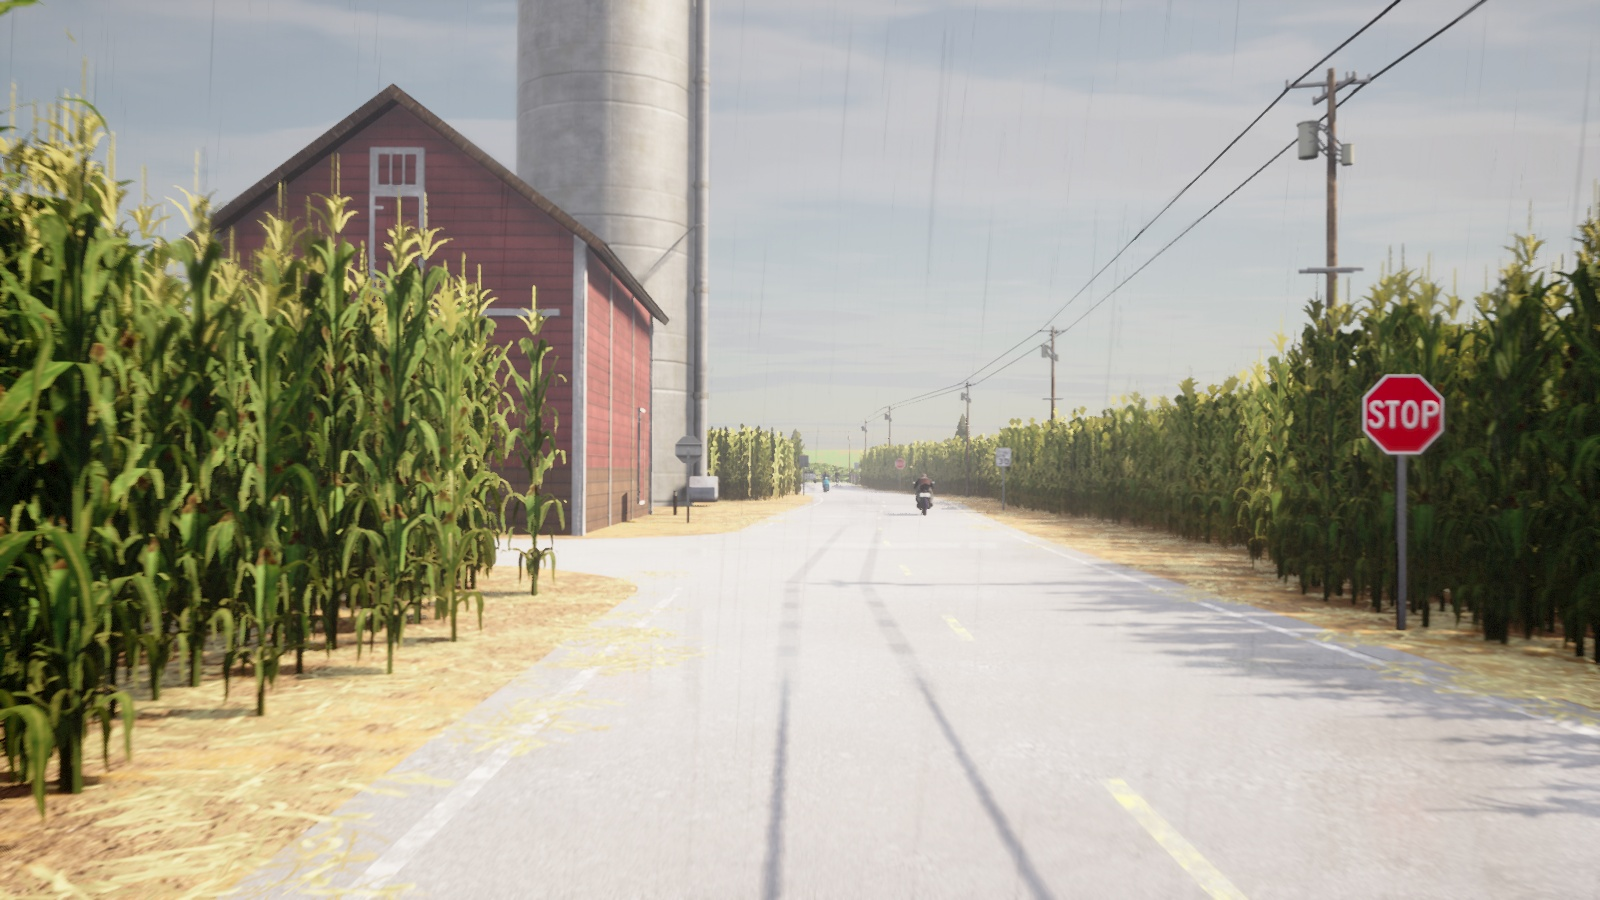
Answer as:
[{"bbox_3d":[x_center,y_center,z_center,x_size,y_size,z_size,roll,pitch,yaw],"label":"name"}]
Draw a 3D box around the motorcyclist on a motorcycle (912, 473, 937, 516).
[{"bbox_3d":[4.534,1.599,45.834,0.866,1.530,2.191,0,-1,4],"label":"motorcyclist on a motorcycle"}]
